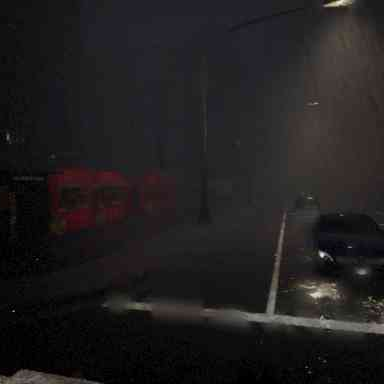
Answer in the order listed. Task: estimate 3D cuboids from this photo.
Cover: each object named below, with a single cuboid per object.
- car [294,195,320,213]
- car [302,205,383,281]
[{"bbox_3d":[9.731,0.997,28.353,1.994,1.385,4.181,-1,1,16],"label":"car"},{"bbox_3d":[4.062,1.276,8.890,1.812,1.442,4.674,-1,1,17],"label":"car"}]
